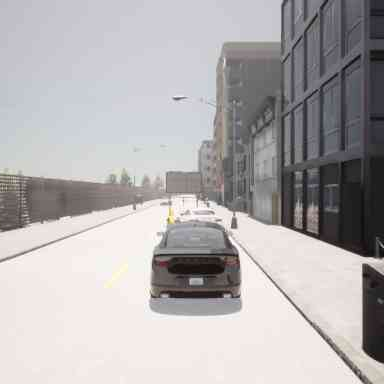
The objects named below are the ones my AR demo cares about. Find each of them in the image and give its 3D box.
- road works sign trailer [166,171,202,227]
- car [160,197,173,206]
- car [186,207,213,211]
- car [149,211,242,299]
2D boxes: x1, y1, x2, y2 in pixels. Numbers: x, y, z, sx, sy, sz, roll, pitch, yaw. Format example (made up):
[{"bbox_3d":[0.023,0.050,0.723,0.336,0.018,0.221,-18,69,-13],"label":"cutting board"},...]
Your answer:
[{"bbox_3d":[-0.570,0.464,21.368,2.380,3.560,2.880,0,0,-17],"label":"road works sign trailer"},{"bbox_3d":[-4.163,1.525,53.652,1.812,1.442,4.674,0,0,0],"label":"car"},{"bbox_3d":[0.391,1.540,17.882,1.812,1.442,4.674,0,-1,-9],"label":"car"},{"bbox_3d":[0.073,1.478,8.530,1.882,1.535,5.008,0,0,0],"label":"car"}]
